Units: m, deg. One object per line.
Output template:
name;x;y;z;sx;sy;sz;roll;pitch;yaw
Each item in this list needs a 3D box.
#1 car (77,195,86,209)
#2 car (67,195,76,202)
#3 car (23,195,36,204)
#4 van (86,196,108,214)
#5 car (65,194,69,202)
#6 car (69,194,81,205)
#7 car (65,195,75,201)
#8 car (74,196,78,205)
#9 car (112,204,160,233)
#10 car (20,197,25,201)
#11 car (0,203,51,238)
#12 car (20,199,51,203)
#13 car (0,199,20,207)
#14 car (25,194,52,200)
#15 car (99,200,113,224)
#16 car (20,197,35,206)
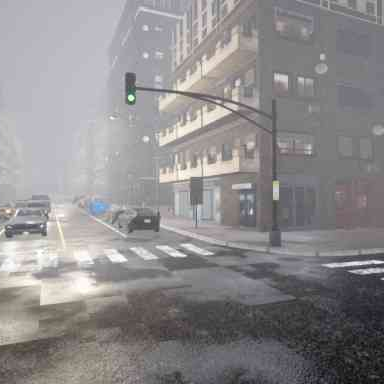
car;-14.308;1.556;45.673;1.752;1.417;4.829;1;0;-23
car;-29.800;1.588;82.008;1.752;1.417;4.829;1;0;-23
car;-30.801;1.486;62.993;1.967;1.590;4.097;1;0;-23
van;-9.812;1.364;35.137;1.690;1.788;3.998;1;0;-23
car;-27.521;1.609;76.660;2.008;1.369;4.403;1;0;-23
car;-20.877;1.359;61.089;2.192;1.841;5.009;1;0;-23
car;-31.947;1.618;87.040;2.008;1.369;4.403;1;0;-23
car;-16.456;1.617;50.707;1.802;1.307;4.206;1;0;-23
car;-3.177;1.579;19.564;1.947;1.339;4.313;1;0;-23
car;-24.163;1.577;47.421;1.887;1.381;4.507;1;0;-23
car;-8.902;1.559;18.192;2.033;1.411;5.357;0;0;-23
car;-12.779;1.543;27.306;1.812;1.442;4.674;0;0;-23
car;-15.310;1.457;26.659;1.967;1.590;4.097;1;0;-23
car;-16.962;1.246;37.195;2.150;2.045;5.566;0;0;-22
car;-5.390;1.567;24.755;2.008;1.369;4.403;1;0;-23
car;-28.590;1.592;57.801;2.008;1.369;4.403;1;0;-23
